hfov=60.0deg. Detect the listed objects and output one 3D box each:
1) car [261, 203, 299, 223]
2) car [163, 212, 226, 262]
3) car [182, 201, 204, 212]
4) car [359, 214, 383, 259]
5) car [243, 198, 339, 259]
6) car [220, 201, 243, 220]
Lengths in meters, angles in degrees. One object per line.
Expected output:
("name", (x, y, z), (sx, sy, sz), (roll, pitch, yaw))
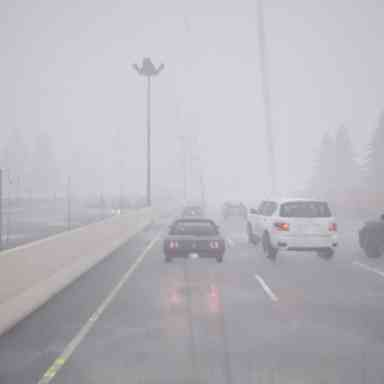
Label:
("car", (7.072, 1.634, 27.174), (1.895, 1.301, 4.718), (0, 0, 0))
("car", (0.074, 1.616, 12.171), (1.895, 1.301, 4.718), (0, 0, 0))
("car", (0.070, 1.561, 29.822), (1.812, 1.442, 4.674), (0, 0, 0))
("car", (7.074, 1.230, 9.561), (2.150, 2.045, 5.566), (0, -1, -1))
("car", (3.577, 1.235, 12.761), (2.150, 2.045, 5.566), (0, 0, 0))
("car", (3.576, 1.526, 28.822), (2.128, 1.511, 4.902), (0, 0, 0))
